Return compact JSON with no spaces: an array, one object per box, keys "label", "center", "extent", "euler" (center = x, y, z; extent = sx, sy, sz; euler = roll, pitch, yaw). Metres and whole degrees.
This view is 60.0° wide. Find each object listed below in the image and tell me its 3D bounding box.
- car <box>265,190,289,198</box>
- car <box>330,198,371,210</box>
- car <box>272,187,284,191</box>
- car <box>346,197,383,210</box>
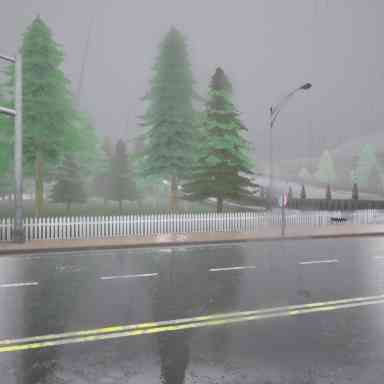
[{"label":"car","center":[13.430,1.003,51.809],"extent":[2.033,1.411,5.357],"euler":[0,4,-19]},{"label":"car","center":[20.274,1.539,42.791],"extent":[1.895,1.301,4.718],"euler":[0,1,-19]},{"label":"car","center":[14.892,0.224,58.339],"extent":[2.150,2.045,5.566],"euler":[0,5,-19]},{"label":"car","center":[19.099,1.345,35.573],"extent":[2.097,1.767,4.553],"euler":[0,0,-19]}]
